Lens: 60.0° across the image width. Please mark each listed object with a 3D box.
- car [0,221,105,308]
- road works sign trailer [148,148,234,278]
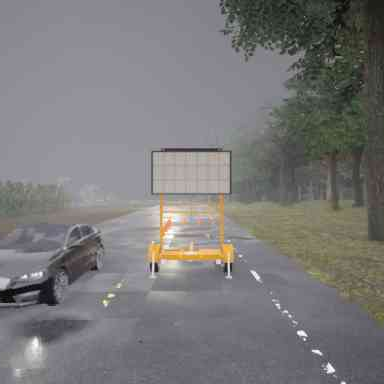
[{"bbox_3d":[-3.517,1.503,8.135,2.128,1.511,4.902,0,0,0],"label":"car"},{"bbox_3d":[-0.016,0.481,10.139,2.380,3.560,2.880,0,0,0],"label":"road works sign trailer"}]
